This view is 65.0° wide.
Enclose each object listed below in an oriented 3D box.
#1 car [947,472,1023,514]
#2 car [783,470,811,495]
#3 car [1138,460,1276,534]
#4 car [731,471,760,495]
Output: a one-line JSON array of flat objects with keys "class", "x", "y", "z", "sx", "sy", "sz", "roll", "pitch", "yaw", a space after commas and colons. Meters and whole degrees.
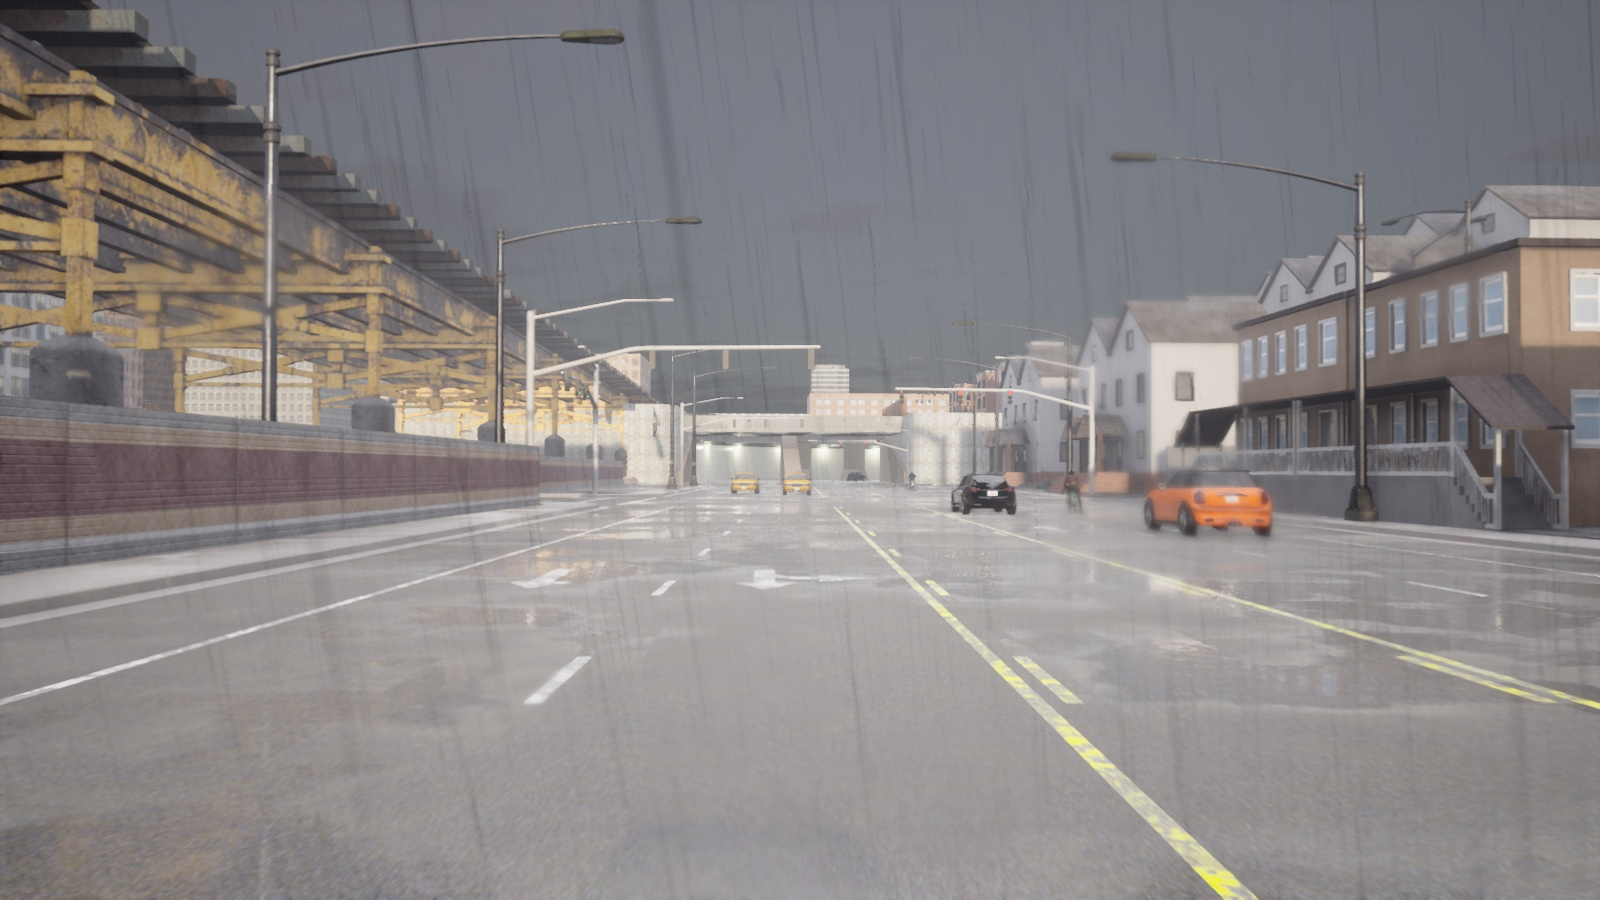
[{"class": "car", "x": 6.894, "y": 1.579, "z": 47.306, "sx": 2.163, "sy": 1.488, "sz": 4.792, "roll": 0, "pitch": -1, "yaw": 0}, {"class": "car", "x": -0.187, "y": 2.148, "z": 83.229, "sx": 1.801, "sy": 1.575, "sz": 5.366, "roll": 0, "pitch": -1, "yaw": 0}, {"class": "car", "x": 10.427, "y": 1.177, "z": 32.562, "sx": 2.097, "sy": 1.767, "sz": 4.553, "roll": 0, "pitch": -1, "yaw": 0}, {"class": "car", "x": -3.692, "y": 2.205, "z": 85.814, "sx": 1.801, "sy": 1.575, "sz": 5.366, "roll": 0, "pitch": -1, "yaw": 0}]
